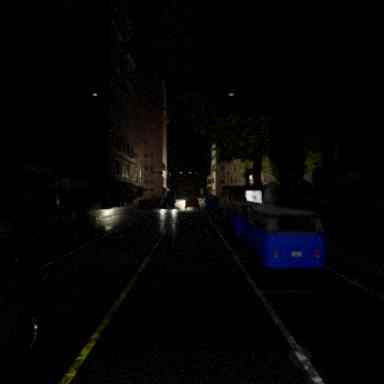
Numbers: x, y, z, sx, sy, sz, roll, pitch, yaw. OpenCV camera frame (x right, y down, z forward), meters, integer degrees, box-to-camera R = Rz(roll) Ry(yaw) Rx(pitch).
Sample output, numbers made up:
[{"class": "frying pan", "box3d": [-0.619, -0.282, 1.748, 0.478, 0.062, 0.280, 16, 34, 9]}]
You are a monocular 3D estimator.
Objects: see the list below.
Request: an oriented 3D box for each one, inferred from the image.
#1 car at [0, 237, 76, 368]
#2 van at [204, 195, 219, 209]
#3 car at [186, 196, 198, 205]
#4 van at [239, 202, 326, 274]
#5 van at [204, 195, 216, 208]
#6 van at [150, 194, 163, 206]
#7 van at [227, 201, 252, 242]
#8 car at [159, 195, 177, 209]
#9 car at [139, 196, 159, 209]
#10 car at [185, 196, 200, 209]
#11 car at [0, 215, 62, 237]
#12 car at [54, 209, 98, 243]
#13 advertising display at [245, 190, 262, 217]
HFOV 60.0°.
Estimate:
[{"class": "car", "box3d": [-3.100, 1.549, 3.175, 2.033, 1.411, 5.357, 0, 0, 0]}, {"class": "van", "box3d": [2.665, 1.340, 44.261, 1.690, 1.788, 3.998, 0, 0, 0]}, {"class": "car", "box3d": [-0.009, 1.472, 59.914, 2.128, 1.511, 4.902, 0, 0, 0]}, {"class": "van", "box3d": [2.669, 1.347, 10.314, 1.690, 1.788, 3.998, 0, 0, 0]}, {"class": "van", "box3d": [2.665, 1.334, 49.919, 1.690, 1.788, 3.998, 0, 0, 0]}, {"class": "van", "box3d": [-5.861, 1.328, 55.569, 1.690, 1.788, 3.998, 0, 0, 0]}, {"class": "van", "box3d": [2.669, 1.349, 15.972, 1.690, 1.788, 3.998, 0, 0, 0]}, {"class": "car", "box3d": [-3.093, 1.505, 44.596, 1.837, 1.490, 4.892, 0, 0, 0]}, {"class": "car", "box3d": [-5.861, 1.565, 44.249, 1.947, 1.339, 4.313, 0, 0, 0]}, {"class": "car", "box3d": [0.045, 1.475, 46.022, 1.882, 1.535, 5.008, 0, 0, 1]}, {"class": "car", "box3d": [-5.857, 1.588, 10.285, 1.802, 1.307, 4.206, 0, 0, 0]}, {"class": "car", "box3d": [-5.857, 1.553, 15.946, 1.887, 1.381, 4.507, 0, 0, 0]}, {"class": "advertising display", "box3d": [5.627, 1.033, 30.406, 1.540, 2.440, 0.280, 0, 0, 0]}]
